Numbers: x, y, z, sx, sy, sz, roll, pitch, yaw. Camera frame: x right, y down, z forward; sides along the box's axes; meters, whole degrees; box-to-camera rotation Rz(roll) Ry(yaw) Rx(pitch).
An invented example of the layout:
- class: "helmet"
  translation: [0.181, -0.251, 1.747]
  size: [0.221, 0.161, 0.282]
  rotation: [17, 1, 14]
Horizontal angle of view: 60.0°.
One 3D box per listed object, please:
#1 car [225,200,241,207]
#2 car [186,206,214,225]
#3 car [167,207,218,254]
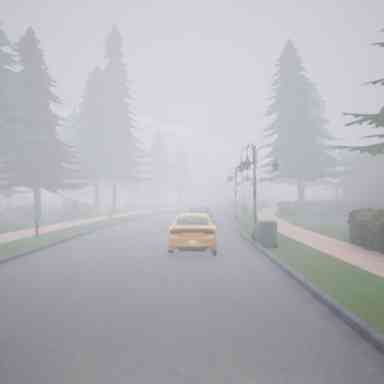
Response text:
- class: "car"
  translation: [8.100, 2.310, 65.755]
  size: [1.895, 1.301, 4.718]
  rotation: [0, -1, 25]
- class: "car"
  translation: [0.773, 1.905, 28.001]
  size: [1.895, 1.301, 4.718]
  rotation: [0, -1, 7]
- class: "car"
  translation: [0.053, 1.632, 14.195]
  size: [1.882, 1.535, 5.008]
  rotation: [0, 0, 1]
